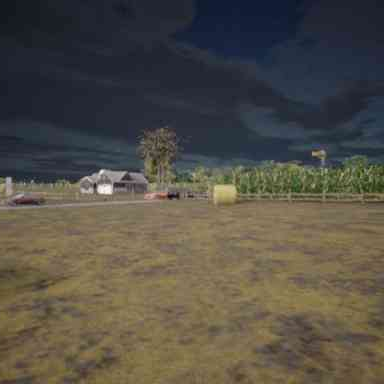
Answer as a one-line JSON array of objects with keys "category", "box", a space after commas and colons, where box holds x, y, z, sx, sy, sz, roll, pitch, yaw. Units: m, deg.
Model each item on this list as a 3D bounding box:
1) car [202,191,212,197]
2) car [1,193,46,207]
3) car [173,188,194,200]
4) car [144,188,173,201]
[{"category": "car", "box": [4.094, 0.505, 64.348, 2.033, 1.411, 5.357, -1, 0, 36]}, {"category": "car", "box": [-18.865, 0.904, 37.365, 1.812, 1.442, 4.674, -1, 0, 36]}, {"category": "car", "box": [-1.902, 0.297, 55.958, 2.150, 2.045, 5.566, -1, 0, 37]}, {"category": "car", "box": [-5.871, 0.492, 55.337, 2.097, 1.767, 4.553, -1, 0, 36]}]
